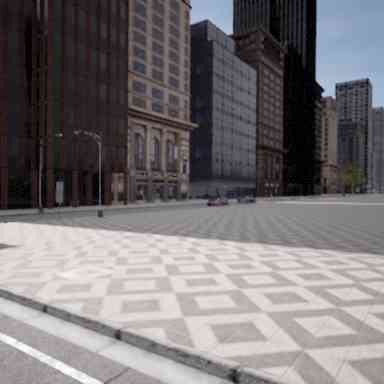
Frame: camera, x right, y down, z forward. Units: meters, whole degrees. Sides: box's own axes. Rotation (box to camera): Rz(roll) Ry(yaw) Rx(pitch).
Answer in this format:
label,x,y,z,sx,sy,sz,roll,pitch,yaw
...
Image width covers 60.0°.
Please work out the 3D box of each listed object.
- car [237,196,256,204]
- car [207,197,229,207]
label,x,y,z,sx,sy,sz,roll,pitch,yaw
car,9.784,1.390,59.421,2.128,1.511,4.902,1,1,35
car,4.068,1.507,51.225,1.994,1.385,4.181,1,1,36
